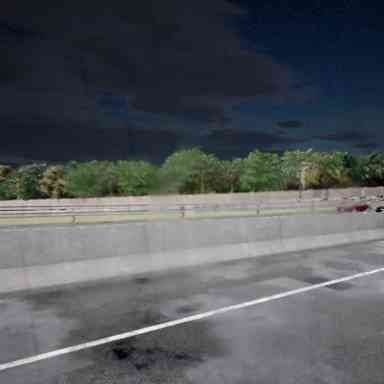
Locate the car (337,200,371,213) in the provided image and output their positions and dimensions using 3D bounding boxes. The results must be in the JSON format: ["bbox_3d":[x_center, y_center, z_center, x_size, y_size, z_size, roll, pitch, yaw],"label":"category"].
[{"bbox_3d":[18.995,1.697,38.971,5.008,1.535,1.882,0,0,-35],"label":"car"}]

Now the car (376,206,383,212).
[{"bbox_3d":[22.502,1.805,37.157,4.718,1.301,1.895,-1,0,-35],"label":"car"}]
